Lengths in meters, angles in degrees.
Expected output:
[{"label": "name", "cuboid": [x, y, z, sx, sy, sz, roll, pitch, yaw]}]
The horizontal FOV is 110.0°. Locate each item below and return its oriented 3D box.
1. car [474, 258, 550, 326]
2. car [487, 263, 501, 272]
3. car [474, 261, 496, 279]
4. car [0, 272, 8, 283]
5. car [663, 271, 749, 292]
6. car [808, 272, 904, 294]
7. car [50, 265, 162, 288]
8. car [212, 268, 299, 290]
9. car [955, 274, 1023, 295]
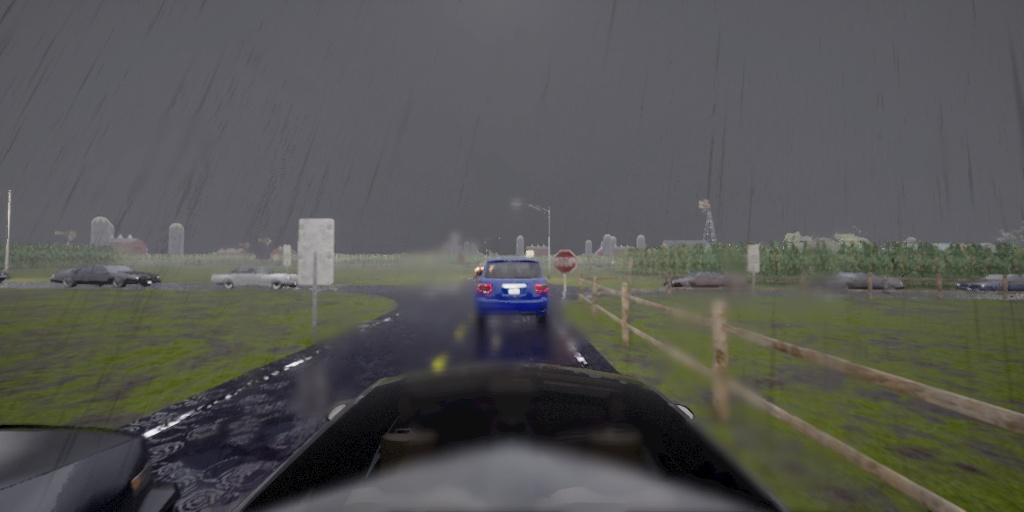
[{"label": "car", "cuboid": [-0.070, 1.086, 12.372, 2.150, 2.045, 5.566, 0, -1, -3]}, {"label": "car", "cuboid": [-2.901, 1.891, 59.921, 2.033, 1.411, 5.357, 0, -1, 0]}, {"label": "car", "cuboid": [-2.890, 1.496, 39.361, 2.097, 1.767, 4.553, 0, -1, 0]}, {"label": "car", "cuboid": [-35.102, 1.194, 22.504, 4.718, 1.301, 1.895, 1, -1, 0]}, {"label": "car", "cuboid": [13.615, 1.743, 25.345, 5.357, 1.411, 2.033, 1, -1, 1]}, {"label": "car", "cuboid": [24.245, 1.868, 25.302, 5.357, 1.411, 2.033, 1, -1, 0]}, {"label": "car", "cuboid": [-25.360, 1.240, 22.470, 5.357, 1.411, 2.033, 1, -1, 0]}, {"label": "car", "cuboid": [-15.694, 1.395, 22.450, 4.718, 1.301, 1.895, 1, -1, 0]}, {"label": "car", "cuboid": [34.804, 1.995, 25.263, 5.357, 1.411, 2.033, 1, -1, 0]}]
